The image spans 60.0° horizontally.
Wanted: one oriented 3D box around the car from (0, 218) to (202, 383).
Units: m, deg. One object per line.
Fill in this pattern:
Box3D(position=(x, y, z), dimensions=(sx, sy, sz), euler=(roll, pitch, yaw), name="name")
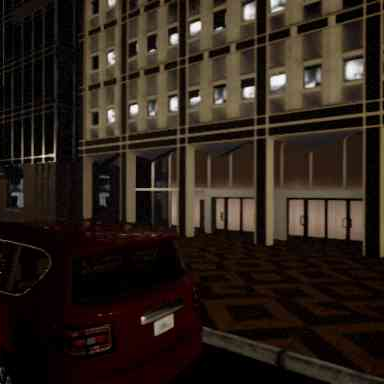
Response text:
Box3D(position=(-2.203, 1.285, 4.450), dimensions=(5.009, 1.841, 2.192), euler=(1, 0, 35), name="car")
